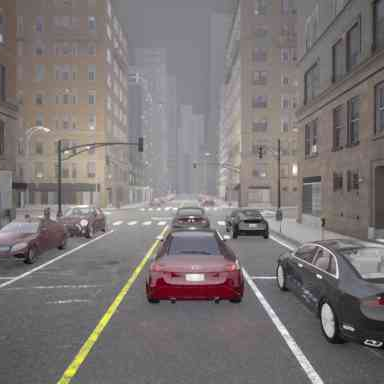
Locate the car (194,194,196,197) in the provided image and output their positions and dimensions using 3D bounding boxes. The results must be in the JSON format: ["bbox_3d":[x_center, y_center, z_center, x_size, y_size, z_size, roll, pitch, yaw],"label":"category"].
[{"bbox_3d":[2.480,1.462,92.170,2.192,1.841,5.009,0,0,0],"label":"car"}]

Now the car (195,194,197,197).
[{"bbox_3d":[2.499,1.565,86.761,1.967,1.590,4.097,0,0,0],"label":"car"}]

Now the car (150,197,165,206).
[{"bbox_3d":[-5.914,1.621,54.276,1.802,1.307,4.206,0,0,0],"label":"car"}]

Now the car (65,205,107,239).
[{"bbox_3d":[-5.756,1.442,17.173,1.967,1.590,4.097,0,0,0],"label":"car"}]

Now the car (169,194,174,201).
[{"bbox_3d":[-6.006,1.630,81.148,1.752,1.417,4.829,0,0,0],"label":"car"}]

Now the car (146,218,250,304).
[{"bbox_3d":[0.040,1.564,8.212,1.994,1.385,4.181,0,0,-1],"label":"car"}]

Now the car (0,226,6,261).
[{"bbox_3d":[-5.698,1.566,6.170,1.947,1.339,4.313,0,0,0],"label":"car"}]

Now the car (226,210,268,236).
[{"bbox_3d":[2.770,1.567,17.217,1.947,1.339,4.313,0,0,0],"label":"car"}]

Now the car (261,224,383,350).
[{"bbox_3d":[2.827,1.551,6.215,2.008,1.369,4.403,0,0,0],"label":"car"}]

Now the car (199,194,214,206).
[{"bbox_3d":[2.610,1.479,54.307,1.967,1.590,4.097,0,0,0],"label":"car"}]

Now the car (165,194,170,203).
[{"bbox_3d":[-5.951,1.610,65.092,2.008,1.369,4.403,0,0,0],"label":"car"}]

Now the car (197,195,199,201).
[{"bbox_3d":[2.574,1.610,65.125,2.008,1.369,4.403,0,0,0],"label":"car"}]

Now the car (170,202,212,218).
[{"bbox_3d":[-0.050,1.506,17.125,1.837,1.490,4.892,0,0,0],"label":"car"}]

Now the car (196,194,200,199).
[{"bbox_3d":[2.536,1.528,75.943,1.967,1.590,4.097,0,0,0],"label":"car"}]

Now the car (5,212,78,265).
[{"bbox_3d":[-5.727,1.583,11.672,1.802,1.307,4.206,0,0,0],"label":"car"}]

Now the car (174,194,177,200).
[{"bbox_3d":[-6.045,1.462,92.136,2.192,1.841,5.009,0,0,0],"label":"car"}]
